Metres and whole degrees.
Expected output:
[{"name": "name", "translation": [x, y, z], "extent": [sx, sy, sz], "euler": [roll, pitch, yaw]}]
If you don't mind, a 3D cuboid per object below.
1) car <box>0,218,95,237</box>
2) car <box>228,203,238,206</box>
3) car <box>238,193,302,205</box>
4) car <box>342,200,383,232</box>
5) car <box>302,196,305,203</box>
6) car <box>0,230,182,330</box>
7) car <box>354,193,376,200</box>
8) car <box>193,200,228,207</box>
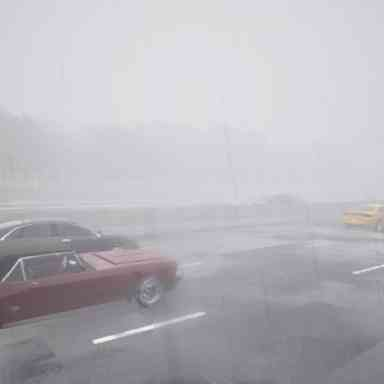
[{"name": "car", "translation": [-3.894, 1.505, 9.565], "extent": [4.892, 1.490, 1.837], "euler": [0, 0, -35]}, {"name": "car", "translation": [6.405, 1.338, 34.265], "extent": [4.553, 1.767, 2.097], "euler": [0, 0, -35]}, {"name": "car", "translation": [7.223, 1.214, 30.565], "extent": [5.566, 2.045, 2.150], "euler": [0, 0, -35]}, {"name": "car", "translation": [11.175, 1.480, 20.257], "extent": [5.008, 1.535, 1.882], "euler": [0, 0, -35]}, {"name": "car", "translation": [12.011, 1.129, 42.492], "extent": [5.566, 2.045, 2.150], "euler": [-1, 0, -35]}, {"name": "car", "translation": [-2.543, 1.601, 6.230], "extent": [4.718, 1.301, 1.895], "euler": [0, 0, -35]}, {"name": "car", "translation": [31.270, 0.966, 60.111], "extent": [4.902, 1.511, 2.128], "euler": [-2, 1, -35]}, {"name": "car", "translation": [2.451, 1.584, 40.044], "extent": [4.718, 1.301, 1.895], "euler": [0, 0, -35]}]
